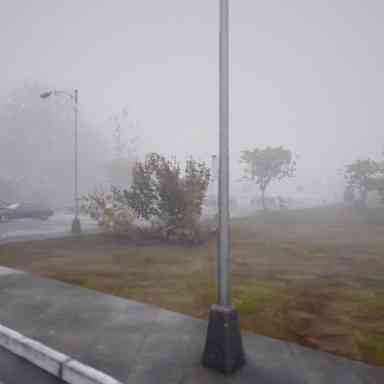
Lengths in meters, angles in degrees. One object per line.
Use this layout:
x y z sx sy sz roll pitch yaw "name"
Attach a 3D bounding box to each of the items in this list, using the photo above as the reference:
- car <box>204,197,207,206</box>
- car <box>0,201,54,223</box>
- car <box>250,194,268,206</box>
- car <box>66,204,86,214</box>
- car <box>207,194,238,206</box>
2.541 1.296 50.861 1.837 1.490 4.892 0 1 39 "car"
-13.127 1.510 25.764 1.812 1.442 4.674 0 0 39 "car"
10.470 1.080 49.500 2.097 1.767 4.553 0 1 37 "car"
-10.325 1.524 34.857 2.033 1.411 5.357 0 0 39 "car"
4.673 1.160 47.942 2.097 1.767 4.553 0 1 40 "car"
